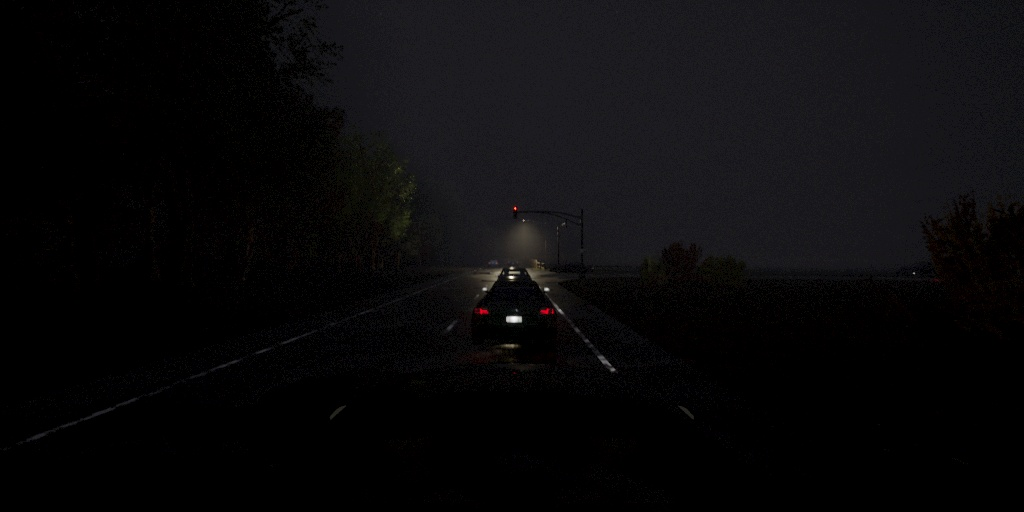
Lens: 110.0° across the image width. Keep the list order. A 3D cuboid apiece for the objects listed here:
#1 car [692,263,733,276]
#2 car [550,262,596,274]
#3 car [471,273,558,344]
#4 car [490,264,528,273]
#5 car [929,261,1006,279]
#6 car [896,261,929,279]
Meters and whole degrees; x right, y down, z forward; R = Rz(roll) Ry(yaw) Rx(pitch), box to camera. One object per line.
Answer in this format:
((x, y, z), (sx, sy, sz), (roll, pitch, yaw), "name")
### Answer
((23.510, 1.578, 41.761), (4.902, 1.511, 2.128), (1, -1, 0), "car")
((7.377, 1.482, 43.300), (5.357, 1.411, 2.033), (0, -1, 21), "car")
((0.092, 1.321, 9.640), (1.994, 1.385, 4.181), (0, 0, 1), "car")
((0.120, 1.311, 18.844), (2.033, 1.411, 5.357), (0, 0, 0), "car")
((48.591, 1.520, 38.024), (5.566, 2.045, 2.150), (1, -1, 0), "car")
((48.158, 1.580, 41.577), (5.566, 2.045, 2.150), (1, -1, 1), "car")
